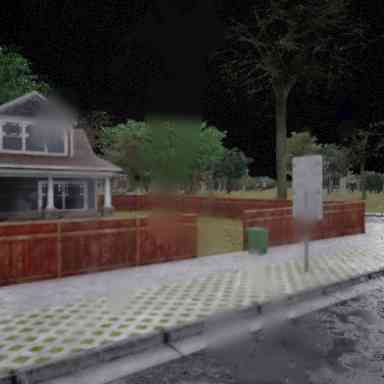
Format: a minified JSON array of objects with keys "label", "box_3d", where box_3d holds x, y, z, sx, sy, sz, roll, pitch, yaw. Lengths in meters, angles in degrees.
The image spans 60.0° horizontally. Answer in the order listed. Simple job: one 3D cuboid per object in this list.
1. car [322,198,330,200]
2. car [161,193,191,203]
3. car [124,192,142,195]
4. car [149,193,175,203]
[{"label":"car","box_3d":[9.928,1.217,25.341,1.882,1.535,5.008,0,1,-36]},{"label":"car","box_3d":[-2.229,0.964,42.134,2.033,1.411,5.357,0,1,-36]},{"label":"car","box_3d":[-10.490,0.661,58.373,2.033,1.411,5.357,0,1,-36]},{"label":"car","box_3d":[-4.577,0.873,50.293,1.895,1.301,4.718,0,1,-36]}]
